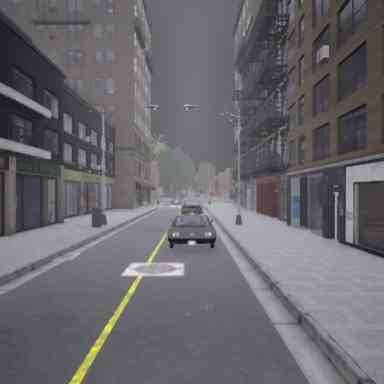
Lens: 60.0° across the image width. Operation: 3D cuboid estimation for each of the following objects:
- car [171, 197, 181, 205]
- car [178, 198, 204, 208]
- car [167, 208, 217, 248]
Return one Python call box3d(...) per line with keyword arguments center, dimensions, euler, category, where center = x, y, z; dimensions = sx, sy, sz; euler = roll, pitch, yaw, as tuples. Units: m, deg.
box3d(center=(-2.750, 1.575, 60.651), dimensions=(2.128, 1.511, 4.902), euler=(0, 0, 0), category="car")
box3d(center=(0.000, 1.530, 29.651), dimensions=(1.837, 1.490, 4.892), euler=(0, 0, 0), category="car")
box3d(center=(0.000, 1.619, 14.680), dimensions=(1.895, 1.301, 4.718), euler=(0, 0, 0), category="car")
